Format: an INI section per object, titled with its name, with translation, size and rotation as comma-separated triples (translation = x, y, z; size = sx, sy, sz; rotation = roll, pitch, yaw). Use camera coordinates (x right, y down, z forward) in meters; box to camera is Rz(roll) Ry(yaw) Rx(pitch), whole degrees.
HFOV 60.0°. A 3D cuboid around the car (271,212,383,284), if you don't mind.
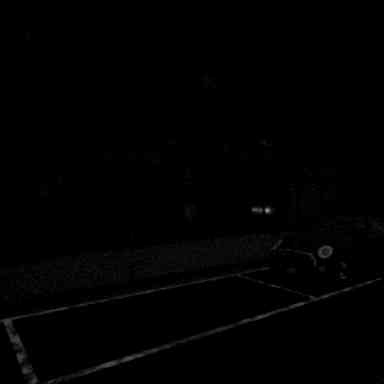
[car]
translation = 4.119, 1.430, 9.471
size = 4.097, 1.590, 1.967
rotation = 0, 0, -35
